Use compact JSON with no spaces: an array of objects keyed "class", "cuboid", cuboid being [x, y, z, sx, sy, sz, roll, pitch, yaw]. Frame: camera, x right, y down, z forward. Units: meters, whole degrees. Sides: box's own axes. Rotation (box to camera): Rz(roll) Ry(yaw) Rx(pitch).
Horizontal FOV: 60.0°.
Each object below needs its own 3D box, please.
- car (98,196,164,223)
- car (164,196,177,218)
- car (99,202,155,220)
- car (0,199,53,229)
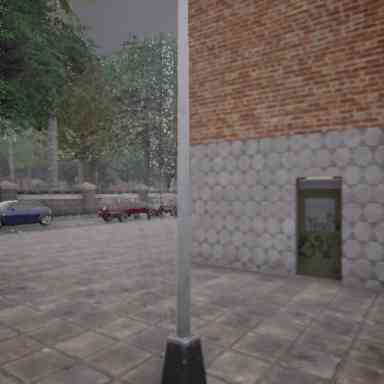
[{"class":"car","cuboid":[-4.744,1.267,25.063,2.192,1.841,5.009,0,0,35]},{"class":"car","cuboid":[-1.454,1.254,29.687,2.192,1.841,5.009,0,0,35]},{"class":"car","cuboid":[-5.528,1.551,28.686,1.895,1.301,4.718,0,0,35]},{"class":"car","cuboid":[-11.176,1.324,20.717,2.097,1.767,4.553,0,0,35]}]
